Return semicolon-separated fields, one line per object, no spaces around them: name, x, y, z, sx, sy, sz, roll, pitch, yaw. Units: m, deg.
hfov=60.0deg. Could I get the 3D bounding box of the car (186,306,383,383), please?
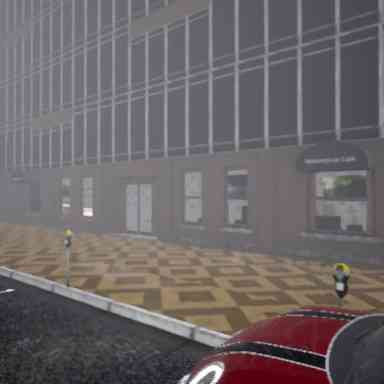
car;2.036;1.371;1.864;4.553;1.767;2.097;0;0;38
